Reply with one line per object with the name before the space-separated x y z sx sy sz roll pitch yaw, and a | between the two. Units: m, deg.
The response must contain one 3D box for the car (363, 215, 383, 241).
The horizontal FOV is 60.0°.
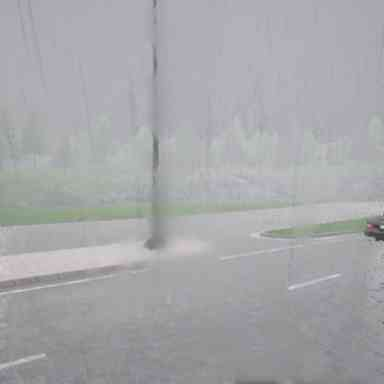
car | 9.740 1.432 14.542 5.357 1.411 2.033 0 0 -32
